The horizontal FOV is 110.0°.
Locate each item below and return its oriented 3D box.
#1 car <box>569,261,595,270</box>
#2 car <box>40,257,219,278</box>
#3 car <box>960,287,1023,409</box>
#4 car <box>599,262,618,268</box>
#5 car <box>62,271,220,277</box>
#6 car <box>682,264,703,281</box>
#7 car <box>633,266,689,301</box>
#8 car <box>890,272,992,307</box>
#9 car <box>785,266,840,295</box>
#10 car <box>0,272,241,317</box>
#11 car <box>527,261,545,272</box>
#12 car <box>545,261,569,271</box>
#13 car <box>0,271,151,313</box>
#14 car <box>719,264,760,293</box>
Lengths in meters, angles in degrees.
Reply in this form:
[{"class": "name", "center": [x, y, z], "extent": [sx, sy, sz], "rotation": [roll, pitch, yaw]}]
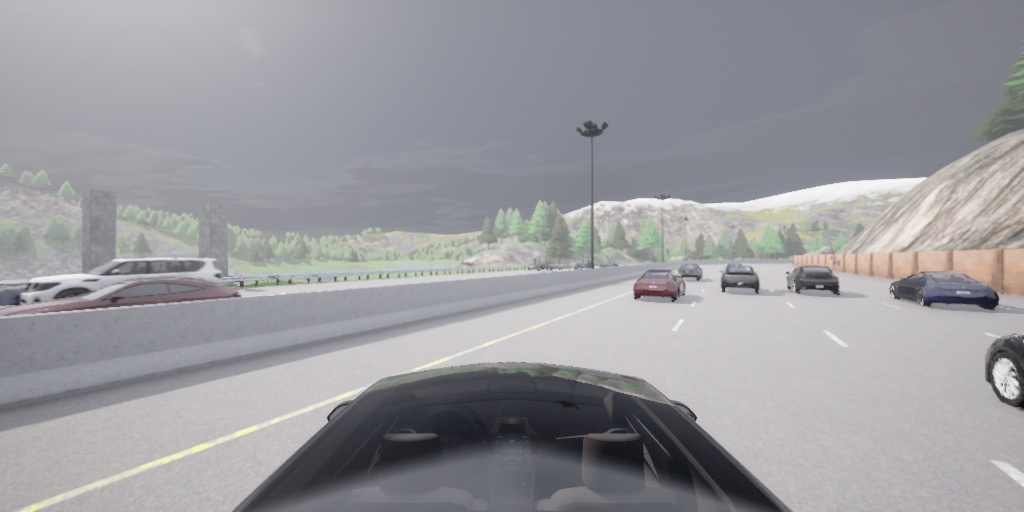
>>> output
[{"class": "car", "center": [9.996, 1.337, 49.663], "extent": [1.994, 1.385, 4.181], "rotation": [0, 0, 31]}, {"class": "car", "center": [-15.261, 1.068, 14.598], "extent": [2.150, 2.045, 5.566], "rotation": [0, -1, 31]}, {"class": "car", "center": [6.622, 1.248, 3.074], "extent": [1.837, 1.490, 4.892], "rotation": [0, -1, 31]}, {"class": "car", "center": [12.997, 1.528, 47.860], "extent": [1.994, 1.385, 4.181], "rotation": [0, 0, 31]}, {"class": "car", "center": [-12.329, 1.394, 12.682], "extent": [1.994, 1.385, 4.181], "rotation": [0, 0, 31]}, {"class": "car", "center": [16.140, 1.426, 32.501], "extent": [2.033, 1.411, 5.357], "rotation": [0, 0, 31]}, {"class": "car", "center": [7.502, 1.384, 18.117], "extent": [1.994, 1.385, 4.181], "rotation": [0, 0, 31]}, {"class": "car", "center": [17.978, 1.350, 15.166], "extent": [1.994, 1.385, 4.181], "rotation": [0, 0, 31]}, {"class": "car", "center": [17.172, 1.321, 20.623], "extent": [1.837, 1.490, 4.892], "rotation": [0, 0, 31]}, {"class": "car", "center": [-10.071, 1.335, 9.651], "extent": [1.812, 1.442, 4.674], "rotation": [0, 0, 31]}, {"class": "car", "center": [3.995, 1.448, 53.266], "extent": [2.128, 1.511, 4.902], "rotation": [0, 0, 31]}, {"class": "car", "center": [6.980, 1.394, 51.439], "extent": [1.895, 1.301, 4.718], "rotation": [0, 0, 31]}, {"class": "car", "center": [-18.815, 1.420, 15.482], "extent": [1.994, 1.385, 4.181], "rotation": [0, 0, 31]}, {"class": "car", "center": [13.682, 1.318, 21.608], "extent": [2.128, 1.511, 4.902], "rotation": [0, 0, 31]}]
